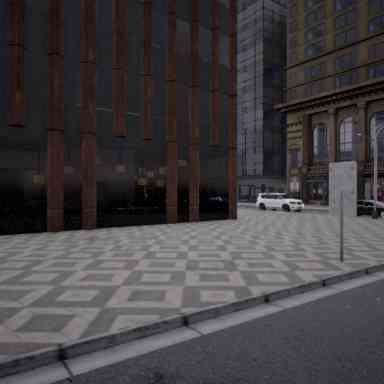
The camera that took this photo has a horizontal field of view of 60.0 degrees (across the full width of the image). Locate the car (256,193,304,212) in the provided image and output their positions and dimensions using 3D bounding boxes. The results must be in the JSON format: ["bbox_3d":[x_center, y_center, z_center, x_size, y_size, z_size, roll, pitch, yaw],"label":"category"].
[{"bbox_3d":[9.622,1.143,36.776,2.150,2.045,5.566,0,0,-36],"label":"car"}]

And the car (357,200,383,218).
[{"bbox_3d":[15.395,1.454,28.656,1.837,1.490,4.892,0,0,-37],"label":"car"}]
